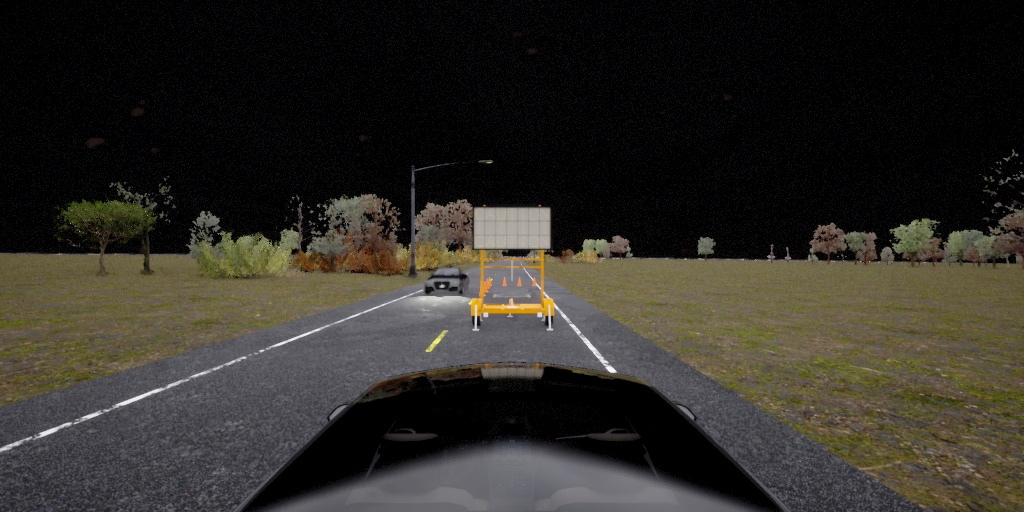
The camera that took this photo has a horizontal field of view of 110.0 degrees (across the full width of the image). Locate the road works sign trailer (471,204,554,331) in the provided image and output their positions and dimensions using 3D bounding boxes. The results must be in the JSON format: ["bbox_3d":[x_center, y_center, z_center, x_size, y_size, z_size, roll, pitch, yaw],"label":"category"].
[{"bbox_3d":[0.004,0.218,11.028,2.380,3.560,2.880,0,0,-1],"label":"road works sign trailer"}]

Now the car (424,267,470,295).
[{"bbox_3d":[-3.505,1.322,19.922,1.994,1.385,4.181,0,0,0],"label":"car"}]
